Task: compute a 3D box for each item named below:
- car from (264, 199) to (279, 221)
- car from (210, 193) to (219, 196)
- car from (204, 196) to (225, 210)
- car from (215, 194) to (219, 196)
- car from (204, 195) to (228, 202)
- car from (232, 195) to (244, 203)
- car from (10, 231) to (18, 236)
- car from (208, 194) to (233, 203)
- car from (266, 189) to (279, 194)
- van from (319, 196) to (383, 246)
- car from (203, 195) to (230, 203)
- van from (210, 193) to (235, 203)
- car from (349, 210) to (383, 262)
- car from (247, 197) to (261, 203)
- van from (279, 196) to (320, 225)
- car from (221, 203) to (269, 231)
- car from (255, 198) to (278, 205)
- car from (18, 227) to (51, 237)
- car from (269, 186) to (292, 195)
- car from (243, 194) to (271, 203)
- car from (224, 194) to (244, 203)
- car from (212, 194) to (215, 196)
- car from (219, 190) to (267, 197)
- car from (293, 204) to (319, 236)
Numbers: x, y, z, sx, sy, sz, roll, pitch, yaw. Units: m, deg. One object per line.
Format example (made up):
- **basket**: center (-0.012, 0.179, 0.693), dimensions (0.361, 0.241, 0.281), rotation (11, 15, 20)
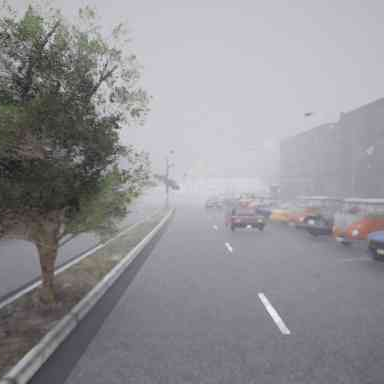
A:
- **car**: center (7.916, 1.460, 22.493), dimensions (5.366, 1.575, 1.946), rotation (1, 0, -20)
- **car**: center (6.211, 1.415, 61.650), dimensions (4.892, 1.521, 2.231), rotation (1, 0, -25)
- **car**: center (2.631, 1.560, 42.531), dimensions (1.895, 1.301, 4.718), rotation (0, 0, -2)
- **car**: center (6.637, 1.460, 55.622), dimensions (4.674, 1.452, 2.002), rotation (1, 0, -24)
- **car**: center (5.311, 1.435, 73.657), dimensions (4.792, 1.488, 2.163), rotation (1, 0, -26)
- **car**: center (7.492, 1.442, 37.520), dimensions (5.008, 1.535, 2.097), rotation (1, 0, -22)
- **car**: center (-10.410, 1.523, 14.177), dimensions (4.792, 1.488, 2.163), rotation (-1, 0, -20)
- **car**: center (5.732, 1.281, 67.682), dimensions (4.553, 1.767, 2.185), rotation (1, 0, -25)
- **car**: center (19.949, 0.107, 85.839), dimensions (2.002, 1.452, 4.674), rotation (-7, 4, -30)
- **van**: center (7.658, 1.243, 13.341), dimensions (4.442, 1.987, 1.878), rotation (1, 0, -20)
- **car**: center (5.255, 1.398, 70.597), dimensions (5.366, 1.575, 1.946), rotation (1, 0, -26)
- **van**: center (5.861, 1.183, 64.609), dimensions (4.442, 1.987, 1.878), rotation (1, 0, -25)
- **car**: center (7.764, 1.473, 10.377), dimensions (5.008, 1.535, 2.097), rotation (1, 0, -20)
- **car**: center (7.676, 1.455, 28.455), dimensions (4.892, 1.521, 2.231), rotation (1, 0, -21)
- **van**: center (7.650, 1.237, 19.365), dimensions (4.442, 1.987, 1.878), rotation (1, 0, -20)
- **car**: center (3.086, 1.582, 20.308), dimensions (1.895, 1.301, 4.718), rotation (0, 0, 0)
- **car**: center (7.732, 1.457, 25.436), dimensions (5.008, 1.535, 2.097), rotation (1, 0, -21)
- **car**: center (-10.469, 1.241, 17.126), dimensions (5.566, 2.045, 2.435), rotation (-1, 0, -20)
- **car**: center (22.896, -0.474, 86.357), dimensions (2.435, 2.045, 5.566), rotation (-7, 4, -30)
- **car**: center (7.618, 1.324, 31.474), dimensions (4.553, 1.767, 2.185), rotation (1, 0, -21)
- **car**: center (7.289, 1.435, 43.554), dimensions (5.008, 1.535, 2.097), rotation (1, 0, -23)
- **car**: center (6.423, 1.457, 58.639), dimensions (4.674, 1.452, 2.002), rotation (1, 0, -24)
- **car**: center (7.127, 1.180, 46.558), dimensions (5.566, 2.045, 2.435), rotation (1, 0, -23)
- **car**: center (7.788, 1.497, 16.410), dimensions (4.792, 1.488, 2.163), rotation (1, 0, -20)
